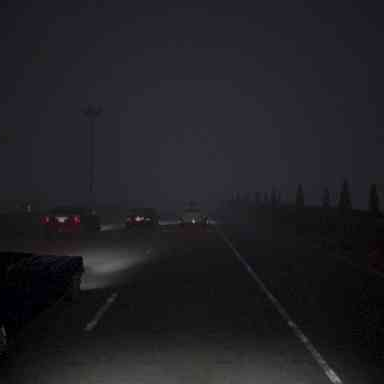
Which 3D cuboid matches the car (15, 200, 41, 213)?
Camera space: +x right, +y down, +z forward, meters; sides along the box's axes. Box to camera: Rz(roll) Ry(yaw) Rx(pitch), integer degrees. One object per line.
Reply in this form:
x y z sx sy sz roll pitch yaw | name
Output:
-21.053 1.811 43.332 2.097 1.767 4.553 0 -1 0 | car

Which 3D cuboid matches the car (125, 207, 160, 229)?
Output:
-3.401 1.797 23.561 2.033 1.411 5.357 0 -1 0 | car

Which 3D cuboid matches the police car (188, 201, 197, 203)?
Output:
0.093 1.949 41.798 2.038 1.542 4.974 0 0 0 | police car

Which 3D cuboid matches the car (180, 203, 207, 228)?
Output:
0.100 1.786 24.603 1.812 1.442 4.674 0 -1 0 | car

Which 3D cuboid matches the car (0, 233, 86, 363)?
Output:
-3.400 1.660 5.576 1.895 1.301 4.718 0 -1 0 | car

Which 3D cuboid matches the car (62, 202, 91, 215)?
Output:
-14.060 1.996 40.685 1.994 1.385 4.181 0 -1 0 | car

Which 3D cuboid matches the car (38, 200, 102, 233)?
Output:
-6.900 1.561 19.726 2.097 1.767 4.553 0 -1 0 | car
